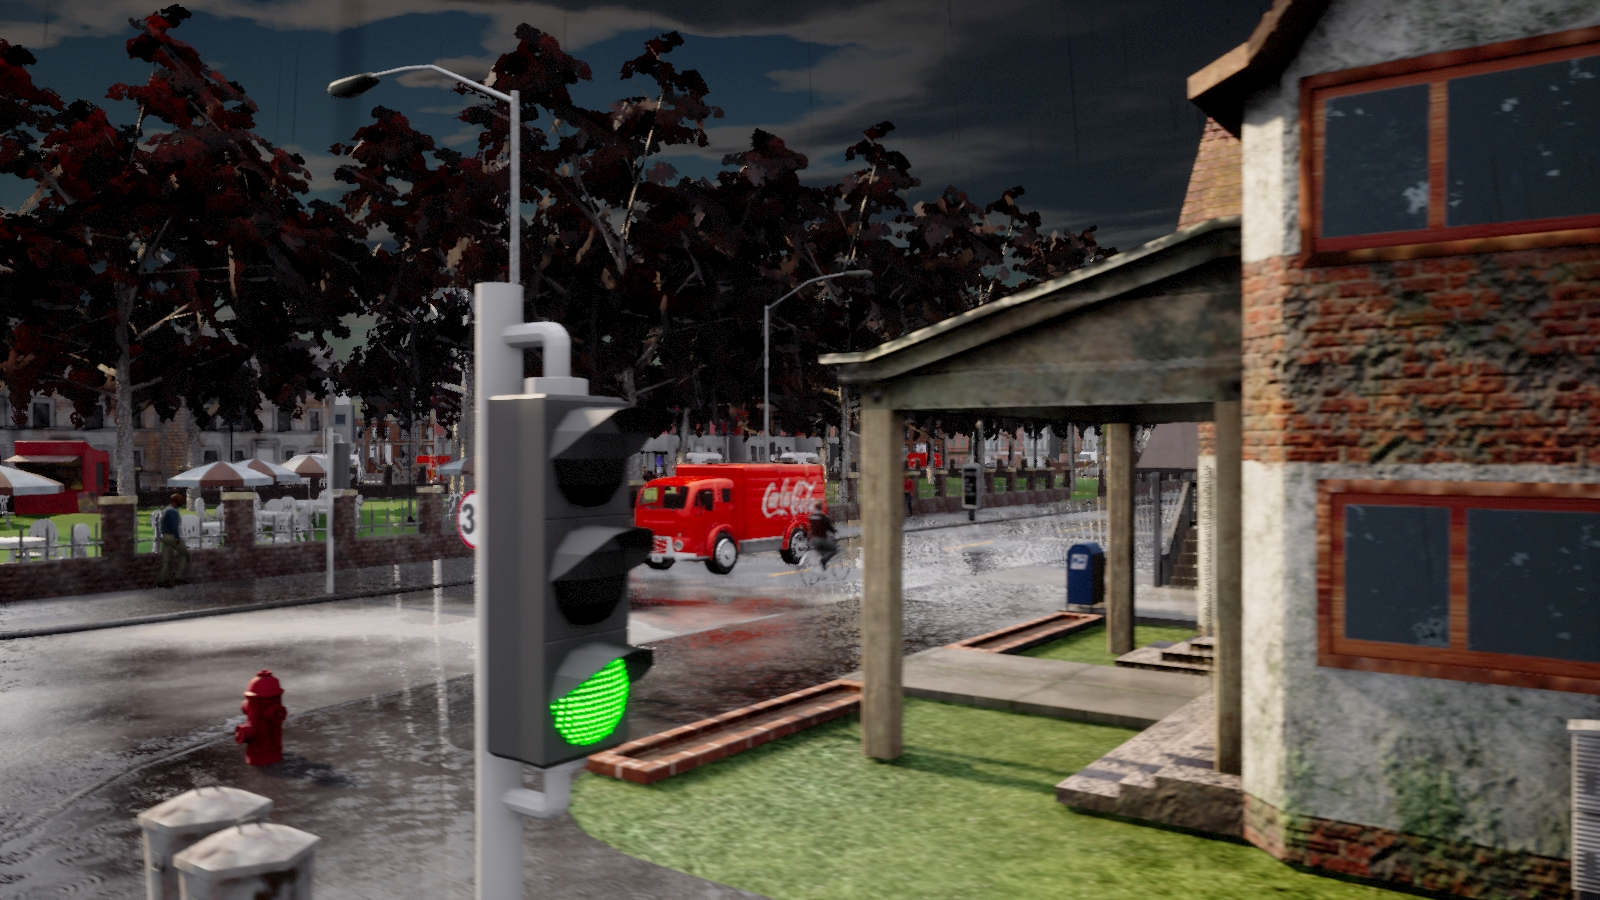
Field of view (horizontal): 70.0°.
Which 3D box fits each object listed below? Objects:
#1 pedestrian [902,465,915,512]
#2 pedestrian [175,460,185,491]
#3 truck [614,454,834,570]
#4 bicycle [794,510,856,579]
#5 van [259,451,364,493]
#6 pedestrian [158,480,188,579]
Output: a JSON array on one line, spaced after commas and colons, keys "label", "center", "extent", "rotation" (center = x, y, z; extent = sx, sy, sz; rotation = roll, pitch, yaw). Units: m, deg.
[{"label": "pedestrian", "center": [4.315, 1.526, 45.364], "extent": [0.375, 1.860, 0.375], "rotation": [0, 0, 35]}, {"label": "pedestrian", "center": [-37.292, 1.525, 68.711], "extent": [0.375, 1.860, 0.375], "rotation": [0, 0, 38]}, {"label": "truck", "center": [-1.696, 1.348, 27.466], "extent": [2.627, 2.467, 5.204], "rotation": [0, 0, 35]}, {"label": "bicycle", "center": [0.541, 1.940, 23.760], "extent": [0.329, 1.271, 1.835], "rotation": [0, 0, 35]}, {"label": "van", "center": [-30.692, 1.315, 71.985], "extent": [1.988, 2.561, 5.915], "rotation": [0, 0, 35]}, {"label": "pedestrian", "center": [-12.034, 1.516, 21.926], "extent": [0.375, 1.860, 0.375], "rotation": [0, 0, 37]}]
